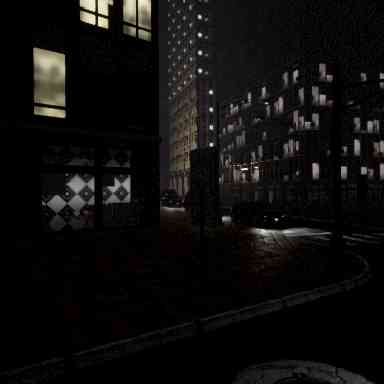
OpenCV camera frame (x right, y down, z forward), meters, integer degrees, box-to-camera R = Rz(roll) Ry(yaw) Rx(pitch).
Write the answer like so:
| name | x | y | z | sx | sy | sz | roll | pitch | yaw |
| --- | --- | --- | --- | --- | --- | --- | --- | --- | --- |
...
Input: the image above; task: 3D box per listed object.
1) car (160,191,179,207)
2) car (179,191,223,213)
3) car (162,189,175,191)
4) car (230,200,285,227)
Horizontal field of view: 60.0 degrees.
| name | x | y | z | sx | sy | sz | roll | pitch | yaw |
| --- | --- | --- | --- | --- | --- | --- | --- | --- | --- |
| car | -2.403 | 1.036 | 40.680 | 1.837 | 1.490 | 4.892 | -1 | 1 | -18 |
| car | 0.898 | 0.895 | 30.955 | 2.150 | 2.045 | 5.566 | -1 | 1 | -19 |
| car | -4.054 | 0.536 | 54.641 | 2.150 | 2.045 | 5.566 | -1 | 1 | -18 |
| car | 4.106 | 1.315 | 21.553 | 1.837 | 1.490 | 4.892 | -1 | 1 | -19 |
